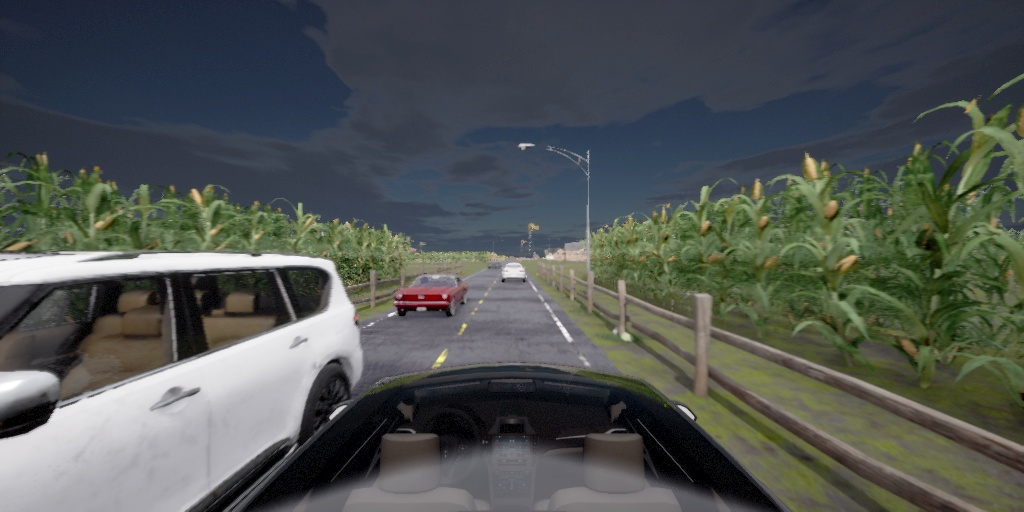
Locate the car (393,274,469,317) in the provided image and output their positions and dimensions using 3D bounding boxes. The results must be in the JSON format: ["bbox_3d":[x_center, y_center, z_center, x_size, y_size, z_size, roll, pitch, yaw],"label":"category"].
[{"bbox_3d":[-2.823,1.351,13.398,1.895,1.301,4.718,0,0,0],"label":"car"}]

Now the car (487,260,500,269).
[{"bbox_3d":[-2.715,1.369,55.664,1.994,1.385,4.181,0,0,1],"label":"car"}]

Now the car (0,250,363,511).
[{"bbox_3d":[-2.851,0.971,2.049,2.150,2.045,5.566,0,0,0],"label":"car"}]

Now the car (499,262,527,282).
[{"bbox_3d":[0.134,1.293,29.197,1.812,1.442,4.674,0,0,0],"label":"car"}]
